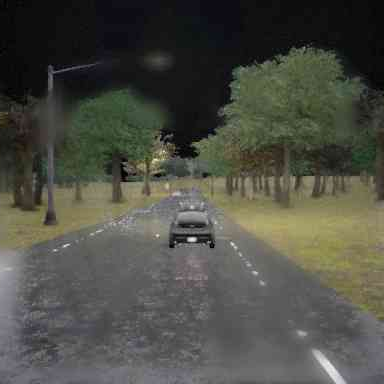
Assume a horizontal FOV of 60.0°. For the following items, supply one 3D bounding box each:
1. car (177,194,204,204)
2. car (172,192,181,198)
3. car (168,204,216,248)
[{"bbox_3d":[0.000,1.325,29.622,2.097,1.767,4.553,0,0,0],"label":"car"},{"bbox_3d":[-3.500,0.649,76.728,1.882,1.535,5.008,0,2,0],"label":"car"},{"bbox_3d":[0.000,1.499,14.651,1.837,1.490,4.892,0,0,0],"label":"car"}]
